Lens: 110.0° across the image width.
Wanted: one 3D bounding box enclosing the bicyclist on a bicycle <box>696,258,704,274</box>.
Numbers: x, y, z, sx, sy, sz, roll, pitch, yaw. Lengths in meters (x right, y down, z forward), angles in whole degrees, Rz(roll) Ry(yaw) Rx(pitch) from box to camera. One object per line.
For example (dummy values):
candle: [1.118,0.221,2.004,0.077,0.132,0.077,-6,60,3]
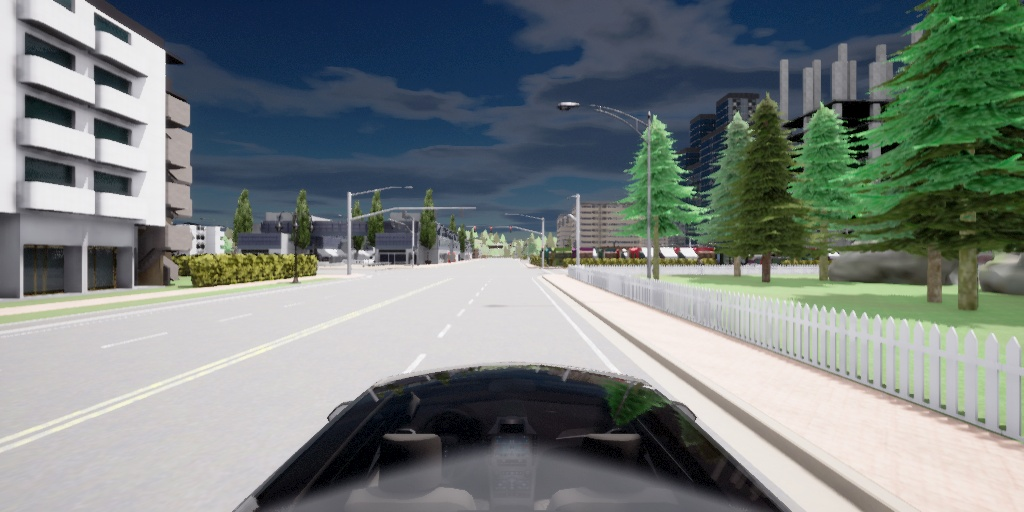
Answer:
bicyclist on a bicycle: [18.793,1.027,35.957,0.582,1.620,1.656,0,0,-1]
